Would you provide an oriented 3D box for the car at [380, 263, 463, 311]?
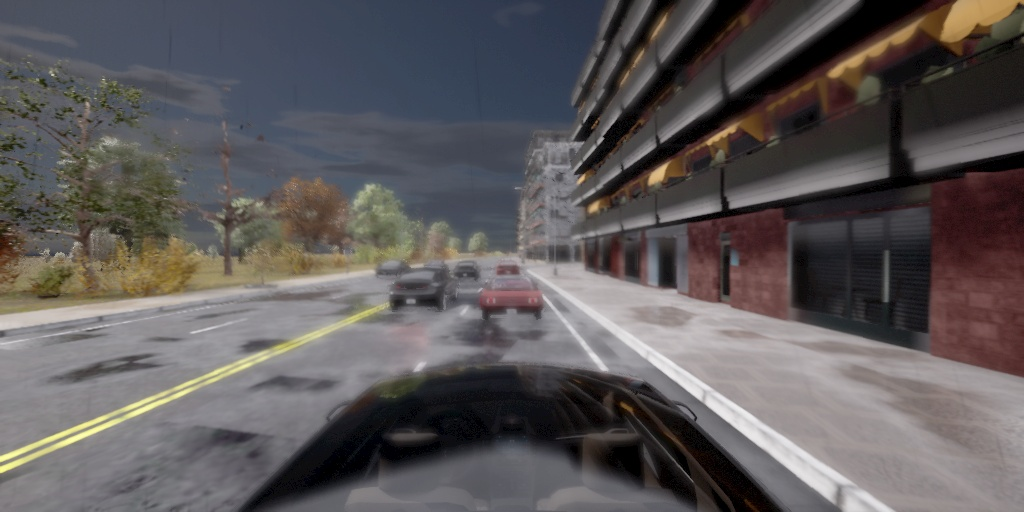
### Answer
[{"bbox_3d":[-3.264,1.198,13.968,1.837,1.490,4.892,0,1,0],"label":"car"}]

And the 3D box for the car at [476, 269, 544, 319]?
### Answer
[{"bbox_3d":[-0.005,1.299,12.535,1.895,1.301,4.718,0,0,0],"label":"car"}]

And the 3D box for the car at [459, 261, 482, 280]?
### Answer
[{"bbox_3d":[-3.545,1.129,29.060,1.837,1.490,4.892,0,1,-1],"label":"car"}]

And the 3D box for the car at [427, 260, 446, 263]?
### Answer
[{"bbox_3d":[-7.053,1.099,33.240,2.128,1.511,4.902,0,0,-1],"label":"car"}]

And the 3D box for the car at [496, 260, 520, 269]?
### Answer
[{"bbox_3d":[-0.329,1.092,30.607,1.882,1.535,5.008,0,0,-1],"label":"car"}]

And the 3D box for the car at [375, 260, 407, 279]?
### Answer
[{"bbox_3d":[-10.256,1.094,31.192,1.882,1.535,5.008,0,0,-1],"label":"car"}]
